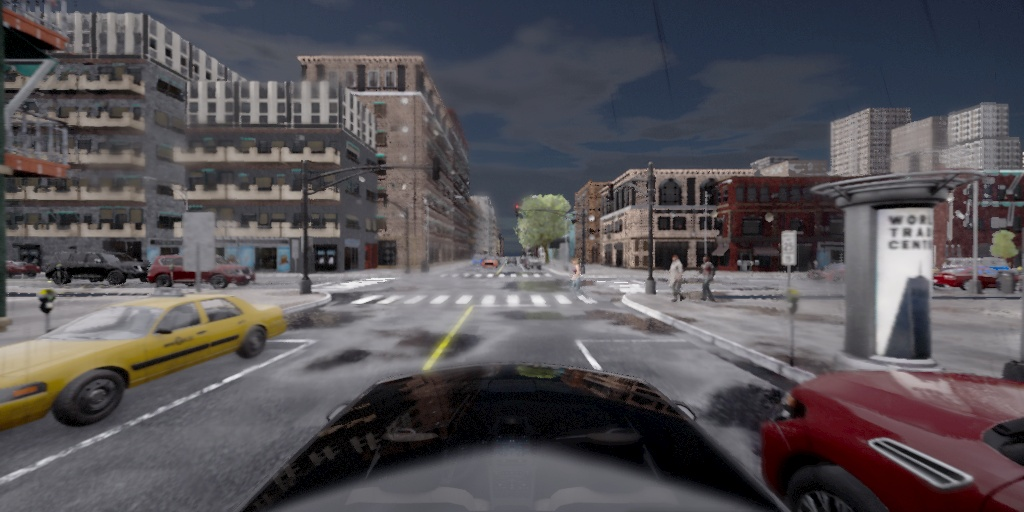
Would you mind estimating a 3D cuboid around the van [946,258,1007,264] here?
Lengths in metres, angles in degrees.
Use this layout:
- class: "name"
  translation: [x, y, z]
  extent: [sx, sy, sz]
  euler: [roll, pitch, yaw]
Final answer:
- class: "van"
  translation: [37.138, 1.072, 28.844]
  extent: [3.998, 1.789, 1.690]
  euler: [0, 0, 0]

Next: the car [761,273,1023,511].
- class: "car"
  translation: [2.691, 1.075, 0.307]
  extent: [2.192, 1.841, 5.009]
  euler: [0, 0, 0]

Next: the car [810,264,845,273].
- class: "car"
  translation: [24.192, 1.253, 26.154]
  extent: [4.181, 1.385, 1.994]
  euler: [0, 0, 0]

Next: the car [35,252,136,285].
- class: "car"
  translation: [-25.656, 0.743, 22.602]
  extent: [5.566, 2.045, 2.150]
  euler: [0, 0, 0]

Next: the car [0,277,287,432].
- class: "car"
  translation: [-5.691, 1.246, 5.678]
  extent: [1.751, 1.417, 4.829]
  euler: [0, 0, 0]

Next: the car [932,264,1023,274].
- class: "car"
  translation: [26.148, 1.286, 20.333]
  extent: [4.507, 1.381, 1.888]
  euler: [0, 0, 0]

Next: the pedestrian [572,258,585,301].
- class: "pedestrian"
  translation: [2.674, 0.949, 14.846]
  extent: [0.375, 1.860, 0.375]
  euler: [0, 0, 0]

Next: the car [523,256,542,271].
- class: "car"
  translation: [2.692, 1.027, 43.796]
  extent: [2.007, 1.370, 4.403]
  euler: [0, 0, 0]

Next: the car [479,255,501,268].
- class: "car"
  translation: [-3.063, 0.790, 50.444]
  extent: [2.097, 1.767, 4.553]
  euler: [0, 0, 0]

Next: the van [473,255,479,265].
- class: "van"
  translation: [-5.688, 0.722, 60.888]
  extent: [1.690, 1.789, 3.998]
  euler: [0, 0, 0]

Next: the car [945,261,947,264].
- class: "car"
  translation: [31.442, 1.230, 28.803]
  extent: [4.829, 1.417, 1.751]
  euler: [0, 0, 0]

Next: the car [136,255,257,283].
- class: "car"
  translation: [-17.275, 0.881, 20.078]
  extent: [5.009, 1.841, 2.192]
  euler: [0, 0, 0]

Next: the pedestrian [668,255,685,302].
- class: "pedestrian"
  translation: [6.245, 0.806, 13.644]
  extent: [0.375, 1.860, 0.375]
  euler: [0, 0, 0]

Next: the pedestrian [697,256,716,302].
- class: "pedestrian"
  translation: [7.752, 0.892, 14.244]
  extent: [0.375, 1.860, 0.375]
  euler: [0, 0, 0]

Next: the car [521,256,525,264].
- class: "car"
  translation: [2.693, 0.884, 49.493]
  extent: [1.967, 1.591, 4.097]
  euler: [0, 0, 0]

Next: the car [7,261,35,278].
- class: "car"
  translation: [-39.993, 1.024, 28.298]
  extent: [4.207, 1.307, 1.802]
  euler: [0, 0, 0]
